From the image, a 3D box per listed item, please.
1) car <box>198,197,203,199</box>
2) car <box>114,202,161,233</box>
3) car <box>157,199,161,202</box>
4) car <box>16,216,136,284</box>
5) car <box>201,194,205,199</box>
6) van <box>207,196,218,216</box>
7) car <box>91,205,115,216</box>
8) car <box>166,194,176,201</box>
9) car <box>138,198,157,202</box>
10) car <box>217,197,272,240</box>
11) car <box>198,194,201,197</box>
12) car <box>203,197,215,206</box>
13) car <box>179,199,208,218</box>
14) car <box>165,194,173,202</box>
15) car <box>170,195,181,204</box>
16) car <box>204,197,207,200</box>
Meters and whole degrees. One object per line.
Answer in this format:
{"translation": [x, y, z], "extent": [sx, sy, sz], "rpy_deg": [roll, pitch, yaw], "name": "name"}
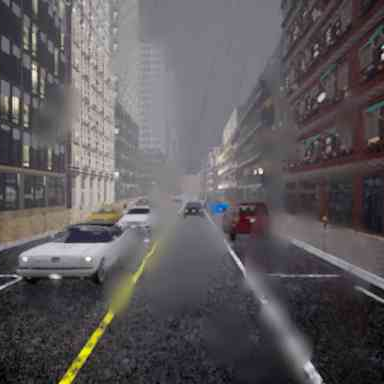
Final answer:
{"translation": [0.118, 1.688, 44.253], "extent": [1.895, 1.301, 4.718], "rpy_deg": [0, 0, 0], "name": "car"}
{"translation": [-3.074, 1.563, 20.015], "extent": [1.812, 1.442, 4.674], "rpy_deg": [0, 0, 1], "name": "car"}
{"translation": [-5.662, 1.613, 44.604], "extent": [1.752, 1.417, 4.829], "rpy_deg": [0, 0, 0], "name": "car"}
{"translation": [-3.092, 1.619, 9.747], "extent": [1.895, 1.301, 4.718], "rpy_deg": [0, 0, 0], "name": "car"}
{"translation": [2.718, 1.403, 44.770], "extent": [2.192, 1.841, 5.009], "rpy_deg": [0, 0, 0], "name": "car"}
{"translation": [2.711, 1.405, 33.668], "extent": [1.690, 1.788, 3.998], "rpy_deg": [0, 0, 0], "name": "van"}
{"translation": [-5.677, 1.567, 22.401], "extent": [1.752, 1.417, 4.829], "rpy_deg": [0, 0, 0], "name": "car"}
{"translation": [-5.631, 1.511, 89.182], "extent": [2.192, 1.841, 5.009], "rpy_deg": [0, 0, 0], "name": "car"}
{"translation": [-5.666, 1.516, 39.223], "extent": [1.967, 1.590, 4.097], "rpy_deg": [0, 0, 0], "name": "car"}
{"translation": [2.699, 1.347, 17.016], "extent": [2.192, 1.841, 5.009], "rpy_deg": [0, 0, 0], "name": "car"}
{"translation": [2.753, 1.526, 94.728], "extent": [2.192, 1.841, 5.009], "rpy_deg": [0, 0, 0], "name": "car"}
{"translation": [3.041, 1.650, 59.934], "extent": [1.812, 1.442, 4.674], "rpy_deg": [0, 0, 0], "name": "car"}
{"translation": [0.123, 1.604, 30.304], "extent": [2.033, 1.411, 5.357], "rpy_deg": [0, 0, 0], "name": "car"}
{"translation": [-5.639, 1.749, 78.079], "extent": [1.802, 1.307, 4.206], "rpy_deg": [0, 0, 0], "name": "car"}
{"translation": [-2.958, 1.770, 67.602], "extent": [1.895, 1.301, 4.718], "rpy_deg": [0, 0, 0], "name": "car"}
{"translation": [2.715, 1.627, 39.218], "extent": [2.008, 1.369, 4.403], "rpy_deg": [0, 0, 0], "name": "car"}
